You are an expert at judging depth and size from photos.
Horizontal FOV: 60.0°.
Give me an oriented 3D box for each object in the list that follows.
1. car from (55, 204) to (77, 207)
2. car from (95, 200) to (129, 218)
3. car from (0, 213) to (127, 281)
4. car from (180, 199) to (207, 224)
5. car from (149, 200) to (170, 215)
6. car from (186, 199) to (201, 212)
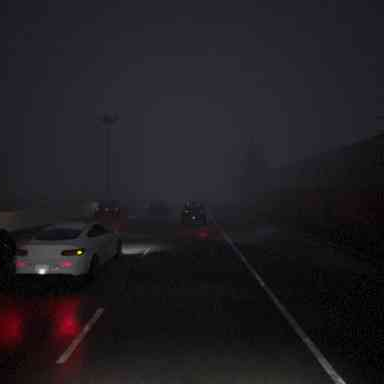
[{"bbox_3d":[-14.053,1.618,39.039,2.128,1.511,4.902,0,0,0],"label":"car"},{"bbox_3d":[-6.878,1.446,28.919,2.097,1.767,4.553,0,0,0],"label":"car"},{"bbox_3d":[-3.390,1.558,9.855,1.812,1.442,4.674,0,0,0],"label":"car"},{"bbox_3d":[0.119,1.575,25.421,2.128,1.511,4.902,0,0,0],"label":"car"},{"bbox_3d":[-3.373,1.592,35.115,1.882,1.535,5.008,0,0,0],"label":"car"},{"bbox_3d":[0.130,1.665,42.552,1.812,1.442,4.674,0,0,0],"label":"car"}]
